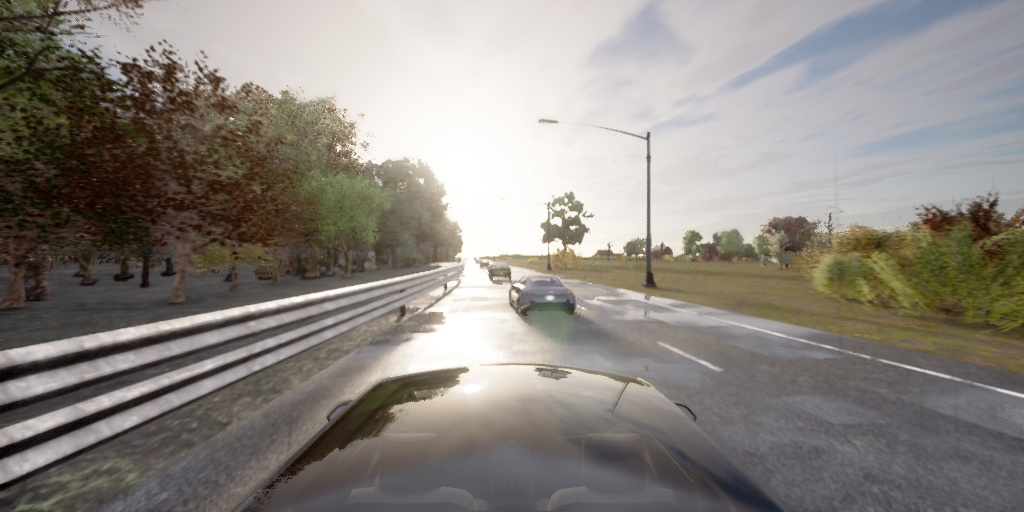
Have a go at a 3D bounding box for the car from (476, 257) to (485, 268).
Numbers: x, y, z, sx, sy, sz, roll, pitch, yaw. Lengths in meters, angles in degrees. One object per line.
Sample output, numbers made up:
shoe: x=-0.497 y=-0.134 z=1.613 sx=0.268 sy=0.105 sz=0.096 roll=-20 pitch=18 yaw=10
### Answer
car: x=-4.816 y=1.416 z=64.022 sx=2.128 sy=1.511 sz=4.902 roll=0 pitch=0 yaw=-7

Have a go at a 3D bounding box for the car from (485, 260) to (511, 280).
car: x=-1.183 y=1.325 z=32.776 sx=1.882 sy=1.535 sz=5.008 roll=0 pitch=0 yaw=-7

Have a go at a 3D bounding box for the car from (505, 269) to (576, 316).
car: x=1.028 y=1.362 z=13.791 sx=1.994 sy=1.385 sz=4.181 roll=0 pitch=0 yaw=-7
